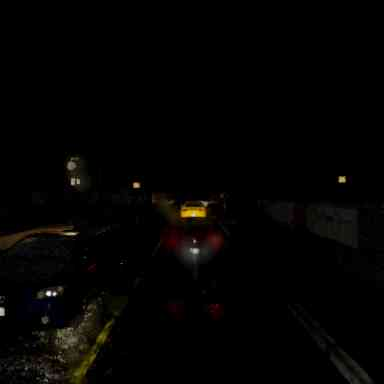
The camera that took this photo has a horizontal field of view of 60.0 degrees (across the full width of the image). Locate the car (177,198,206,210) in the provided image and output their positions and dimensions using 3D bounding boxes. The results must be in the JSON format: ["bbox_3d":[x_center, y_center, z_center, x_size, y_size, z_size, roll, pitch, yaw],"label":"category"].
[{"bbox_3d":[0.096,1.443,25.501,1.882,1.535,5.008,0,0,0],"label":"car"}]

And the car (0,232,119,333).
[{"bbox_3d":[-2.848,1.547,6.816,1.994,1.385,4.181,0,0,0],"label":"car"}]

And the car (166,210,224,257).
[{"bbox_3d":[0.097,1.575,12.738,1.895,1.301,4.718,0,0,0],"label":"car"}]

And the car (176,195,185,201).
[{"bbox_3d":[-2.736,1.595,80.852,2.128,1.511,4.902,0,0,0],"label":"car"}]
